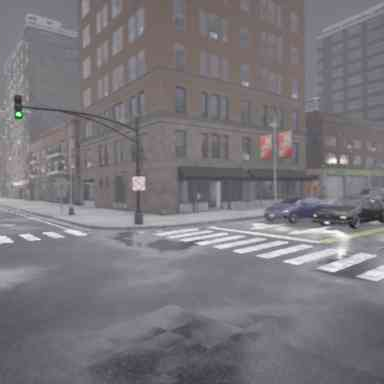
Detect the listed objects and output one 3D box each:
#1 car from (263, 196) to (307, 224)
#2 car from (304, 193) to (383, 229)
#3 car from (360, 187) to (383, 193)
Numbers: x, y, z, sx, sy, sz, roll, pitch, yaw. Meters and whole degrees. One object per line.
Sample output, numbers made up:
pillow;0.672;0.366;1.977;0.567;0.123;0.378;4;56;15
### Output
car;6.263;0.952;19.612;4.674;1.442;1.812;-2;1;-36
car;8.430;0.969;17.181;5.357;1.411;2.033;-2;1;-37
car;13.762;0.484;25.236;4.553;1.767;2.097;-2;1;-37
